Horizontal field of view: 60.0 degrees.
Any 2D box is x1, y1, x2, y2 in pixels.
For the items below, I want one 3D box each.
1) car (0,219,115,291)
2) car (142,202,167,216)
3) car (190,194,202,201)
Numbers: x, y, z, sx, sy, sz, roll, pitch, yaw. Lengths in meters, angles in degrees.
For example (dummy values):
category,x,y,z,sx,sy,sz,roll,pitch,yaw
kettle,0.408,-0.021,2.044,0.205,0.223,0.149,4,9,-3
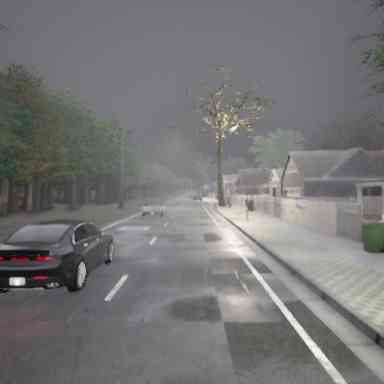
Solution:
category,x,y,z,sx,sy,sz,roll,pitch,yaw
car,-3.400,1.484,8.887,1.837,1.490,4.892,0,0,0
car,-3.406,1.533,30.776,1.895,1.301,4.718,0,0,0
car,1.211,1.224,77.146,2.097,1.767,4.553,0,0,0
